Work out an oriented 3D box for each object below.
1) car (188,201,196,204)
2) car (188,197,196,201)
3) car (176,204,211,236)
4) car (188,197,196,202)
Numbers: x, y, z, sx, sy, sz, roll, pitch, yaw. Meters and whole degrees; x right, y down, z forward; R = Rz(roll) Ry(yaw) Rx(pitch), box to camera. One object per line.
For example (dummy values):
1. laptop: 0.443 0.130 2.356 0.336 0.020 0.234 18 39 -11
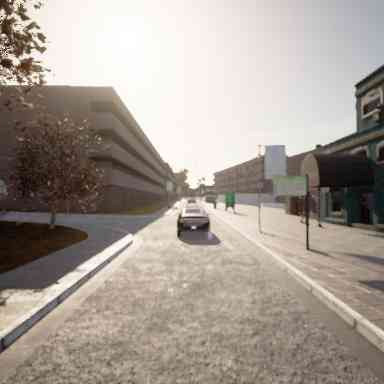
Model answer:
1. car: 0.081 2.079 38.146 1.812 1.442 4.674 0 -1 0
2. car: -0.038 2.117 78.297 1.994 1.385 4.181 0 0 0
3. car: 0.092 1.674 19.686 2.128 1.511 4.902 0 -1 0
4. car: -0.044 2.039 88.341 1.895 1.301 4.718 0 -1 0
